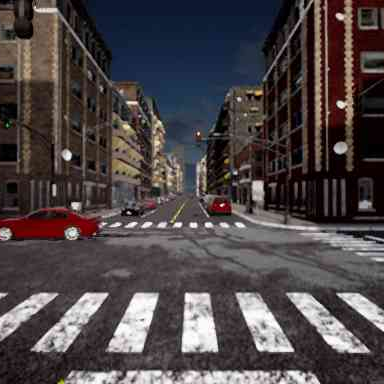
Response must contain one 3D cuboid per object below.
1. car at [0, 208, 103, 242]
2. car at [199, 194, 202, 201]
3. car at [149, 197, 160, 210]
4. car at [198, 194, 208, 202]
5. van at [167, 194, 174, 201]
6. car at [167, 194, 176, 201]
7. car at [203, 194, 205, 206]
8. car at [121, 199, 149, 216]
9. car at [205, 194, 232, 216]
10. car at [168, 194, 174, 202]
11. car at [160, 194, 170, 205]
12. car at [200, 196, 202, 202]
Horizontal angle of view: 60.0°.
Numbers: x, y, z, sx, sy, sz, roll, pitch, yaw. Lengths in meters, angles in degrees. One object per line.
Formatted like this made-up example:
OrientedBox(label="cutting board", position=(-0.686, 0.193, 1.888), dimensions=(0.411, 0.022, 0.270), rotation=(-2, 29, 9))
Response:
OrientedBox(label="car", position=(-6.862, 1.523, 15.995), dimensions=(5.008, 1.535, 1.882), rotation=(0, -1, 0))
OrientedBox(label="car", position=(2.688, 1.631, 76.539), dimensions=(1.947, 1.339, 4.313), rotation=(1, 0, 0))
OrientedBox(label="car", position=(-5.685, 1.549, 43.397), dimensions=(1.887, 1.381, 4.507), rotation=(1, 0, 0))
OrientedBox(label="car", position=(2.690, 1.395, 82.065), dimensions=(2.192, 1.841, 5.009), rotation=(1, 0, 0))
OrientedBox(label="van", position=(-5.691, 1.437, 87.586), dimensions=(1.690, 1.788, 3.998), rotation=(1, 0, 0))
OrientedBox(label="car", position=(-5.692, 1.429, 93.111), dimensions=(2.192, 1.841, 5.009), rotation=(1, 0, 0))
OrientedBox(label="car", position=(2.700, 1.315, 37.877), dimensions=(2.192, 1.841, 5.009), rotation=(1, 0, 0))
OrientedBox(label="car", position=(-5.683, 1.563, 32.348), dimensions=(1.947, 1.339, 4.313), rotation=(1, 0, 0))
OrientedBox(label="car", position=(2.701, 1.313, 32.353), dimensions=(2.192, 1.841, 5.009), rotation=(1, 0, 0))
OrientedBox(label="car", position=(-5.693, 1.647, 76.536), dimensions=(1.802, 1.307, 4.206), rotation=(1, 0, 0))
OrientedBox(label="car", position=(-5.689, 1.580, 59.967), dimensions=(2.008, 1.369, 4.403), rotation=(1, 0, 0))
OrientedBox(label="car", position=(2.692, 1.602, 54.445), dimensions=(1.802, 1.307, 4.206), rotation=(1, 0, 0))
